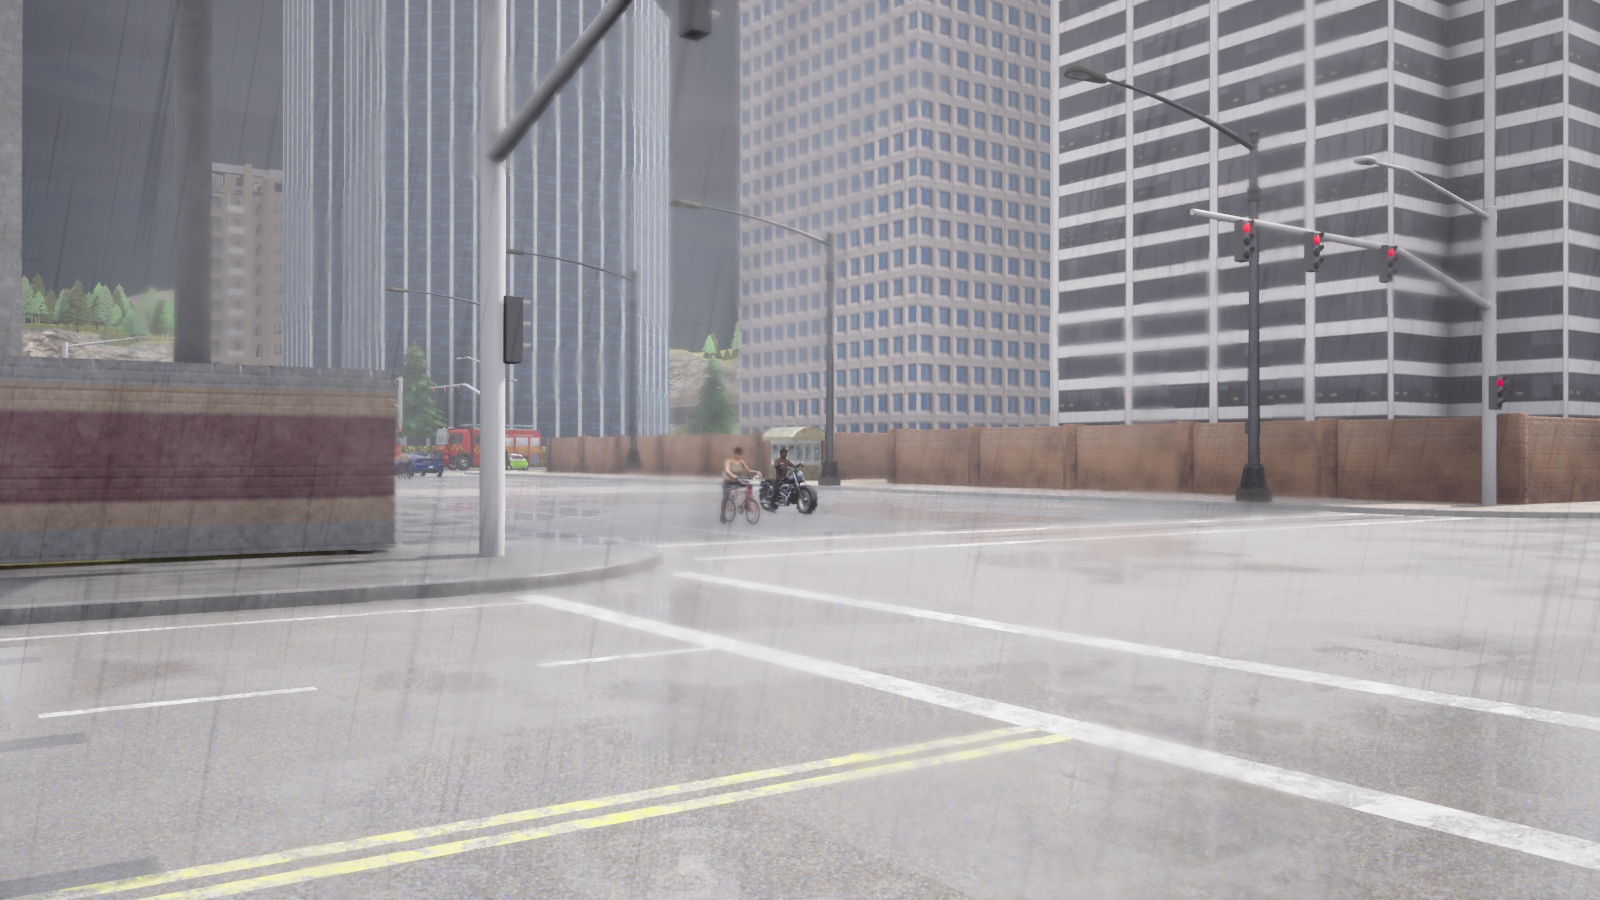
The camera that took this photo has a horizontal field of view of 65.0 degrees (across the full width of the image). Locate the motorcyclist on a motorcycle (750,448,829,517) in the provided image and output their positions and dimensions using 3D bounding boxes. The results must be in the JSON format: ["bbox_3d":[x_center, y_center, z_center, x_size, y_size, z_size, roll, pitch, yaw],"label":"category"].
[{"bbox_3d":[-0.288,0.772,31.167,0.766,1.649,2.350,0,0,-35],"label":"motorcyclist on a motorcycle"}]

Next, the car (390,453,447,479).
[{"bbox_3d":[-23.467,0.961,77.173,1.882,1.535,5.008,0,0,-35],"label":"car"}]

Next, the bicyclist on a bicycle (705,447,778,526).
[{"bbox_3d":[-1.241,0.749,26.387,0.866,1.612,1.509,0,0,-34],"label":"bicyclist on a bicycle"}]
